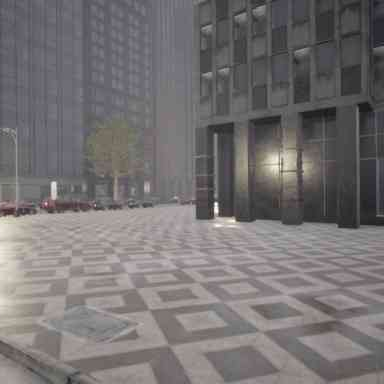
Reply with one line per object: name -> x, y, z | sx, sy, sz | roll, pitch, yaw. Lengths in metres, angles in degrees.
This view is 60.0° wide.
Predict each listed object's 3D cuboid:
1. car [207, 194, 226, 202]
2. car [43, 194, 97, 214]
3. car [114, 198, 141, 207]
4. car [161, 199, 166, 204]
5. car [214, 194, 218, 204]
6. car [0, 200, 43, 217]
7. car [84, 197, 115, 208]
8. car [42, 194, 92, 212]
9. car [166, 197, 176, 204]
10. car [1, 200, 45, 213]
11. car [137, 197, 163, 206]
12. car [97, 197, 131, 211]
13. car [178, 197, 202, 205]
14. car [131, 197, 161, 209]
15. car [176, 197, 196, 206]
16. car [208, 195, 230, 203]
car -> 5.710, 1.298, 76.518 | 2.192, 1.841, 5.009 | -1, 0, 35
car -> -12.929, 1.291, 34.554 | 2.192, 1.841, 5.009 | -1, 0, 35
car -> -10.319, 1.614, 53.320 | 1.802, 1.307, 4.206 | -1, 0, 35
car -> -6.979, 1.487, 53.250 | 2.128, 1.511, 4.902 | -1, 0, 35
car -> 3.100, 1.223, 57.748 | 2.192, 1.841, 5.009 | -1, 0, 35
car -> -16.133, 1.577, 29.914 | 1.802, 1.307, 4.206 | -1, 0, 35
car -> -13.528, 1.486, 48.681 | 1.967, 1.590, 4.097 | -1, 0, 35
car -> -15.360, 1.253, 41.173 | 2.150, 2.045, 5.566 | -1, 0, 36
car -> -3.907, 1.576, 62.599 | 1.947, 1.339, 4.313 | -1, 0, 35
car -> -19.938, 1.644, 39.403 | 1.947, 1.339, 4.313 | -1, 0, 35
car -> -7.211, 1.546, 57.819 | 1.752, 1.417, 4.829 | -1, 0, 35
car -> -9.722, 1.526, 39.192 | 1.947, 1.339, 4.313 | -1, 0, 35
car -> -0.298, 1.507, 57.339 | 1.994, 1.385, 4.181 | -1, 0, 34
car -> -6.516, 1.510, 43.830 | 1.947, 1.339, 4.313 | -1, 0, 35
car -> -0.105, 1.464, 53.108 | 1.887, 1.381, 4.507 | -1, 0, 35
car -> 5.373, 1.418, 65.560 | 2.128, 1.511, 4.902 | -1, 0, 35
